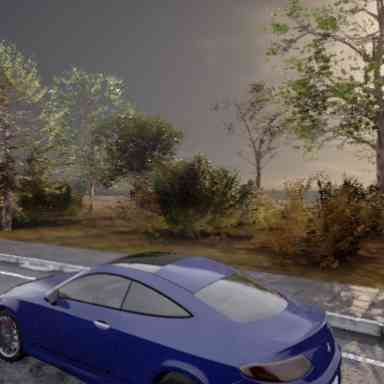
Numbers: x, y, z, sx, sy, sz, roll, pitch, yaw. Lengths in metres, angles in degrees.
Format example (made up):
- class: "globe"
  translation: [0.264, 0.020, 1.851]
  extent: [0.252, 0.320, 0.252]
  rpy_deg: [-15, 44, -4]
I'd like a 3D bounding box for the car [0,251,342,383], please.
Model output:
- class: "car"
  translation: [-0.653, 1.516, 4.236]
  extent: [4.674, 1.442, 1.812]
  rpy_deg: [0, 0, 34]
